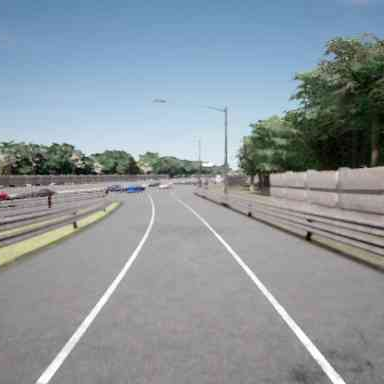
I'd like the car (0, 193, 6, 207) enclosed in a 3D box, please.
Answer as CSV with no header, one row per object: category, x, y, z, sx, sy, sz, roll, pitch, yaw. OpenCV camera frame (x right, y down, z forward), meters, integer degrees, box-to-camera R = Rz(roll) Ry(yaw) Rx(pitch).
car,-20.991,0.591,33.442,2.150,2.045,5.566,0,3,15

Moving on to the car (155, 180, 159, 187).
car,-7.063,-1.836,84.469,1.994,1.385,4.181,0,3,15

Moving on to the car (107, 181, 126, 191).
car,-15.441,-0.864,67.069,1.994,1.385,4.181,0,3,15

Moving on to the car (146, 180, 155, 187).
car,-9.650,-2.029,88.283,2.033,1.411,5.357,0,3,15

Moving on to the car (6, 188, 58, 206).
car,-16.834,0.742,35.389,1.837,1.490,4.892,0,3,15

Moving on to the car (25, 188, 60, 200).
car,-20.964,0.187,46.846,1.812,1.442,4.674,0,3,15

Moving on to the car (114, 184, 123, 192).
car,-12.584,-0.700,64.244,1.895,1.301,4.718,0,3,15

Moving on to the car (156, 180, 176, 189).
car,-5.788,-1.354,75.851,1.895,1.301,4.718,0,3,15

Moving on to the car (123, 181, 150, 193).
car,-10.000,-0.641,60.417,1.882,1.535,5.008,0,3,15
